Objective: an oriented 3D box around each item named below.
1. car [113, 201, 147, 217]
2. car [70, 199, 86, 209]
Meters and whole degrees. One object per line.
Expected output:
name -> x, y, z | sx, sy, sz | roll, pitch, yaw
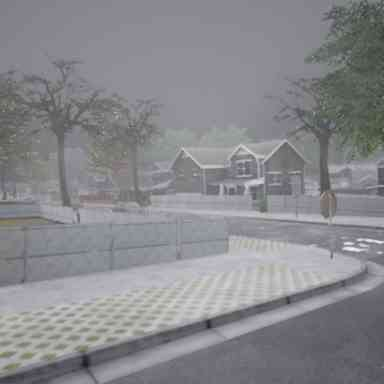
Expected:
car -> -6.105, 1.704, 32.420 | 1.837, 1.490, 4.892 | -4, 2, -35
car -> -16.909, 1.765, 48.049 | 2.097, 1.767, 4.553 | -4, 2, -35
